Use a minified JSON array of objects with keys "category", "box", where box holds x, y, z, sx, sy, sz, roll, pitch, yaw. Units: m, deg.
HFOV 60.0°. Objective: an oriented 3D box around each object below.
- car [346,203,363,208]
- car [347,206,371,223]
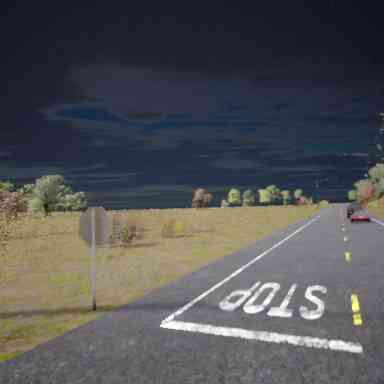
[{"category":"car","box":[23.054,2.622,46.867,2.150,2.045,5.566,-3,-3,24]},{"category":"car","box":[18.894,2.670,37.441,1.994,1.385,4.181,-3,-3,24]}]
